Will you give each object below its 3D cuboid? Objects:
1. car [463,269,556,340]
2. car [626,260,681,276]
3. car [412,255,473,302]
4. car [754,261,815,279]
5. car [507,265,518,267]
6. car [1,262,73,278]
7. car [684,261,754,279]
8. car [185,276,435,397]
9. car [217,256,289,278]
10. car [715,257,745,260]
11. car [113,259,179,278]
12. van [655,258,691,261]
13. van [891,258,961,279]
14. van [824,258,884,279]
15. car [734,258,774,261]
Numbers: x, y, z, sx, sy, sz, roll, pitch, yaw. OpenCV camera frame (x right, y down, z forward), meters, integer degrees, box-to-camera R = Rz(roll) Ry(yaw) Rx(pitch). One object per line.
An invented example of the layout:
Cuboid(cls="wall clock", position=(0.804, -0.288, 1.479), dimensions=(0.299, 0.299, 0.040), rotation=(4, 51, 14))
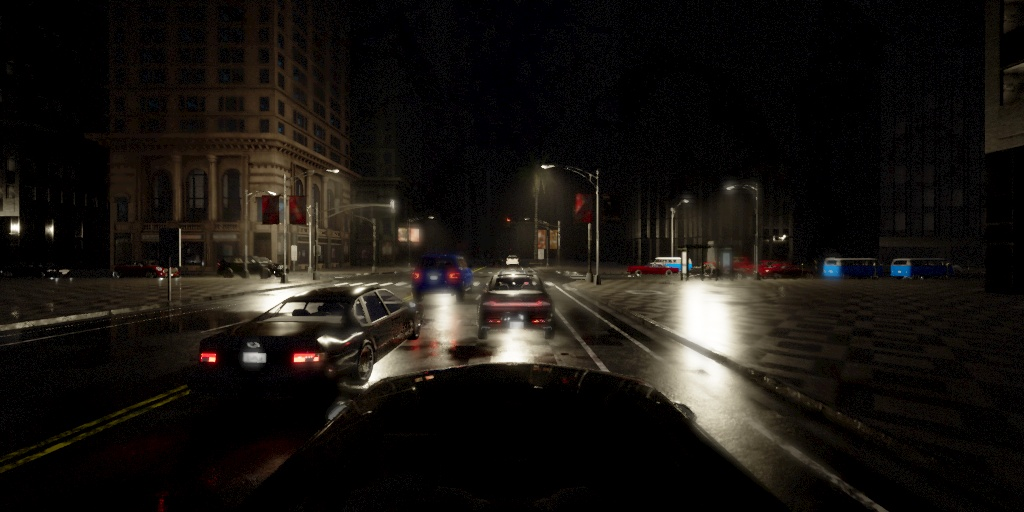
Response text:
Cuboid(cls="car", position=(0.093, 1.240, 9.981), dimensions=(2.128, 1.511, 4.902), rotation=(0, 0, 0))
Cuboid(cls="car", position=(13.893, 1.335, 35.691), dimensions=(4.718, 1.301, 1.895), rotation=(0, 0, 2))
Cuboid(cls="car", position=(-3.152, 0.972, 17.153), dimensions=(2.150, 2.045, 5.566), rotation=(0, 0, 0))
Cuboid(cls="car", position=(22.747, 1.326, 29.833), dimensions=(4.207, 1.307, 1.802), rotation=(0, 0, 0))
Cuboid(cls="car", position=(0.084, 1.351, 19.096), dimensions=(1.895, 1.301, 4.718), rotation=(0, 0, 0))
Cuboid(cls="car", position=(-43.146, 1.290, 32.635), dimensions=(4.902, 1.511, 2.128), rotation=(0, 0, 0))
Cuboid(cls="car", position=(17.069, 1.299, 29.831), dimensions=(4.403, 1.370, 2.007), rotation=(0, 0, 0))
Cuboid(cls="car", position=(-3.148, 1.297, 6.912), dimensions=(2.033, 1.411, 5.357), rotation=(0, 0, 0))
Cuboid(cls="car", position=(-23.445, 0.997, 32.529), dimensions=(5.566, 2.045, 2.150), rotation=(0, 0, 0))
Cuboid(cls="car", position=(22.742, 1.035, 38.358), dimensions=(5.009, 1.841, 2.192), rotation=(0, 0, 0))
Cuboid(cls="car", position=(-33.164, 1.138, 32.582), dimensions=(4.553, 1.767, 2.097), rotation=(0, 0, 0))
Cuboid(cls="van", position=(17.064, 1.065, 38.356), dimensions=(3.998, 1.789, 1.690), rotation=(0, 0, 0))
Cuboid(cls="van", position=(34.101, 1.079, 29.838), dimensions=(3.998, 1.789, 1.690), rotation=(0, 0, 0))
Cuboid(cls="van", position=(28.425, 1.082, 29.836), dimensions=(3.998, 1.789, 1.690), rotation=(0, 0, 0))
Cuboid(cls="car", position=(25.184, 1.204, 35.694), dimensions=(5.008, 1.535, 1.882), rotation=(0, 0, 0))
